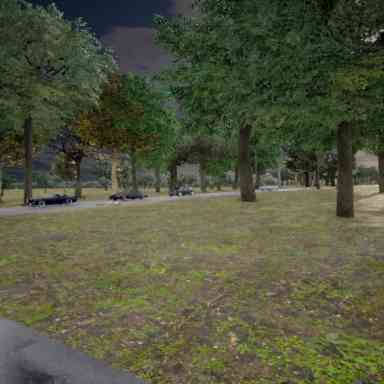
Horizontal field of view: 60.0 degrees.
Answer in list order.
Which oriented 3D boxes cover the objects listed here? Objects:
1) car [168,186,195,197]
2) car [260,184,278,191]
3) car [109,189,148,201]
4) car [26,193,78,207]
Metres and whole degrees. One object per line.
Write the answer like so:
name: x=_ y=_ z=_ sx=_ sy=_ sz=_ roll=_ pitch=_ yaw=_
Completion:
car: x=-1.521 y=-0.115 z=50.054 sx=1.837 sy=1.490 sz=4.892 roll=-1 pitch=2 yaw=38
car: x=15.430 y=-0.861 z=66.043 sx=1.895 sy=1.301 sz=4.718 roll=-1 pitch=2 yaw=37
car: x=-7.865 y=0.324 z=41.839 sx=2.033 sy=1.411 sz=5.357 roll=-1 pitch=2 yaw=37
car: x=-14.159 y=0.784 z=33.652 sx=1.895 sy=1.301 sz=4.718 roll=-1 pitch=2 yaw=38
